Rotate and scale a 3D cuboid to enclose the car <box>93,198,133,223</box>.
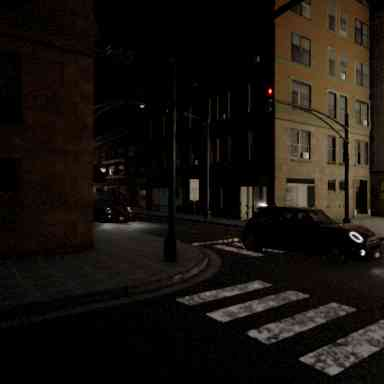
[{"bbox_3d":[-6.164,1.240,24.746,2.097,1.767,4.553,0,0,-36],"label":"car"}]

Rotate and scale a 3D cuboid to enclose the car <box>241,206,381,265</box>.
[{"bbox_3d":[4.070,1.335,11.804,4.553,1.767,2.097,1,0,43],"label":"car"}]
